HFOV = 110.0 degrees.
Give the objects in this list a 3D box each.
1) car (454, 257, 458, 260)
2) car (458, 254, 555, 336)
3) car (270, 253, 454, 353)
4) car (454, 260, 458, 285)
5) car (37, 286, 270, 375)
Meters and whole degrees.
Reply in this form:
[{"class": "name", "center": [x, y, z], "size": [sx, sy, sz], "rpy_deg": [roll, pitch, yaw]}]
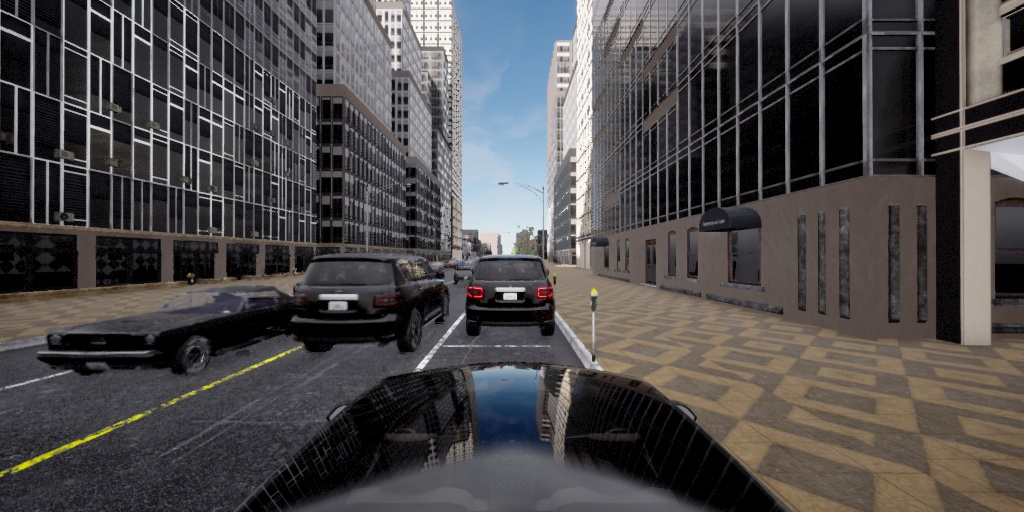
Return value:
[{"class": "car", "center": [-8.836, 1.273, 51.803], "size": [1.888, 1.381, 4.507], "rpy_deg": [0, 0, 0]}, {"class": "car", "center": [-0.039, 0.977, 10.529], "size": [2.150, 2.045, 5.566], "rpy_deg": [0, 0, 0]}, {"class": "car", "center": [-3.044, 0.970, 8.959], "size": [2.150, 2.045, 5.566], "rpy_deg": [0, 0, 0]}, {"class": "car", "center": [-3.045, 1.236, 26.208], "size": [2.128, 1.511, 4.902], "rpy_deg": [0, 0, 0]}, {"class": "car", "center": [-6.245, 1.350, 7.611], "size": [1.895, 1.301, 4.718], "rpy_deg": [0, 0, 0]}]
